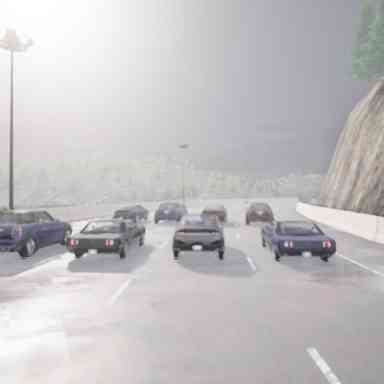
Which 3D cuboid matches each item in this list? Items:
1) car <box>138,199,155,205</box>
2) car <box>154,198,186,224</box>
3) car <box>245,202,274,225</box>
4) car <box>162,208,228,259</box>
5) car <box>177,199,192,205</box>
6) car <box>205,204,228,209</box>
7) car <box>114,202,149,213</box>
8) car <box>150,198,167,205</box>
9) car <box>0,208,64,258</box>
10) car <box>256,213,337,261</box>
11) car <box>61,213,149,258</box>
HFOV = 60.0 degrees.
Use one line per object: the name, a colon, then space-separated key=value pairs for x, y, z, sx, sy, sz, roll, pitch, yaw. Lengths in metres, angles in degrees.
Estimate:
car: x=-11.110 y=2.349 z=81.457 sx=1.895 sy=1.301 sz=4.718 roll=0 pitch=-1 yaw=23
car: x=-1.617 y=1.609 z=27.466 sx=2.097 sy=1.767 sz=4.553 roll=0 pitch=-1 yaw=9
car: x=5.306 y=1.606 z=26.429 sx=2.097 sy=1.767 sz=4.553 roll=0 pitch=-1 yaw=9
car: x=0.352 y=1.619 z=13.264 sx=2.128 sy=1.511 sz=4.902 roll=0 pitch=0 yaw=4
car: x=-1.683 y=2.249 z=76.830 sx=1.812 sy=1.442 sz=4.674 roll=0 pitch=-1 yaw=23
car: x=1.913 y=1.739 z=27.334 sx=1.882 sy=1.535 sz=5.008 roll=0 pitch=0 yaw=9
car: x=-5.040 y=1.770 z=28.208 sx=1.837 sy=1.490 sz=4.892 roll=0 pitch=0 yaw=9
car: x=-7.960 y=2.223 z=79.934 sx=1.882 sy=1.535 sz=5.008 roll=0 pitch=-1 yaw=23
car: x=-6.651 y=1.472 z=13.516 sx=2.097 sy=1.767 sz=4.553 roll=0 pitch=-1 yaw=4
car: x=3.827 y=1.727 z=12.854 sx=1.895 sy=1.301 sz=4.718 roll=0 pitch=-1 yaw=4
car: x=-3.159 y=1.725 z=13.311 sx=1.895 sy=1.301 sz=4.718 roll=0 pitch=-1 yaw=4
